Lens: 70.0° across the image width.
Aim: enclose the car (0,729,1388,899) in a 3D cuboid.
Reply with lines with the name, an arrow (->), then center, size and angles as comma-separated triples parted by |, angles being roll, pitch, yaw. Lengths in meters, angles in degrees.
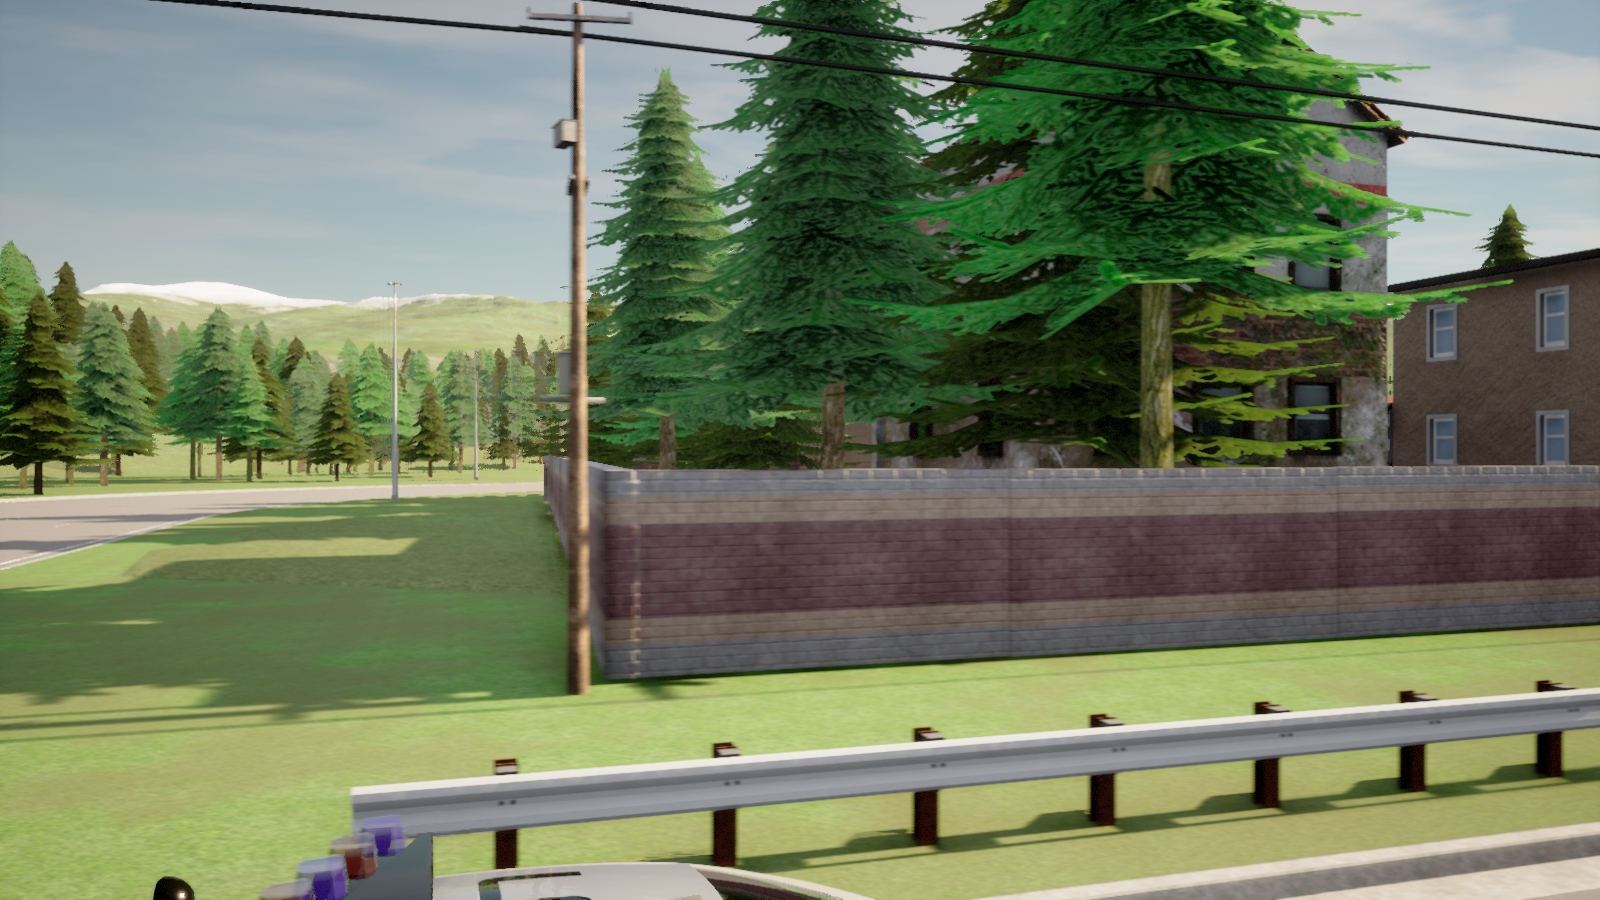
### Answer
car -> -1.232, 1.983, 2.972 | 5.238, 1.638, 2.097 | 0, 0, -18
